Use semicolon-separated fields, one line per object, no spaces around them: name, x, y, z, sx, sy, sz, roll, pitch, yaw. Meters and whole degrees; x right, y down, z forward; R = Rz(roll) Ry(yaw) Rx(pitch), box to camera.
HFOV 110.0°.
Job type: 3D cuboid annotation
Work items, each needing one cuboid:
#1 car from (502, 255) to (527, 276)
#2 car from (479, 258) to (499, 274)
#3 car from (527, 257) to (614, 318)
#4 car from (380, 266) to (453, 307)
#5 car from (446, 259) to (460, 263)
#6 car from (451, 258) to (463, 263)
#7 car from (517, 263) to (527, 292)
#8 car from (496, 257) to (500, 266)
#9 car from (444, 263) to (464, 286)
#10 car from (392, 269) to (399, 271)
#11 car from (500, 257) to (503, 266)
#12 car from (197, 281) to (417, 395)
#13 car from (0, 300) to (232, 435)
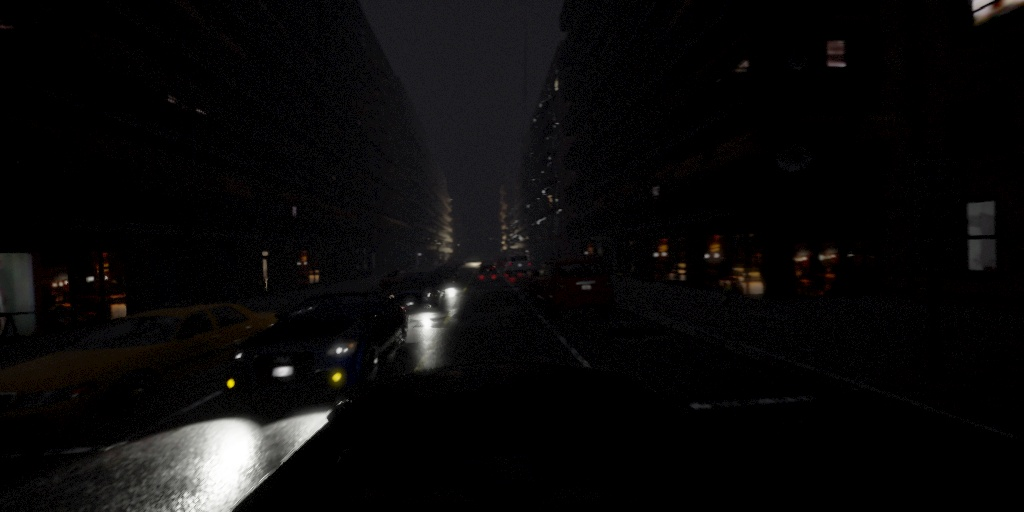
car;0.548;0.908;36.733;2.150;2.045;5.566;-2;0;-4
car;-2.825;1.318;41.531;1.812;1.442;4.674;-2;0;-4
car;2.006;0.980;12.656;2.192;1.841;5.009;0;0;-4
car;-4.073;1.425;16.294;2.033;1.411;5.357;-2;0;-4
car;-9.820;1.561;57.129;1.888;1.381;4.507;0;0;-4
car;-10.259;1.335;62.775;2.192;1.841;5.009;0;0;-4
car;1.567;1.218;18.303;1.888;1.381;4.507;0;0;-4
car;-1.507;1.032;57.834;2.192;1.841;5.009;0;0;-4
car;-4.832;1.453;26.221;1.994;1.385;4.181;-2;0;-4
car;-7.185;1.523;23.243;1.888;1.381;4.507;0;0;-4
car;0.021;1.040;43.653;2.097;1.767;4.553;-2;0;-4
car;-3.349;1.427;6.986;1.994;1.385;4.181;-2;0;-4
car;-5.855;1.480;6.130;1.751;1.417;4.829;0;0;-4
